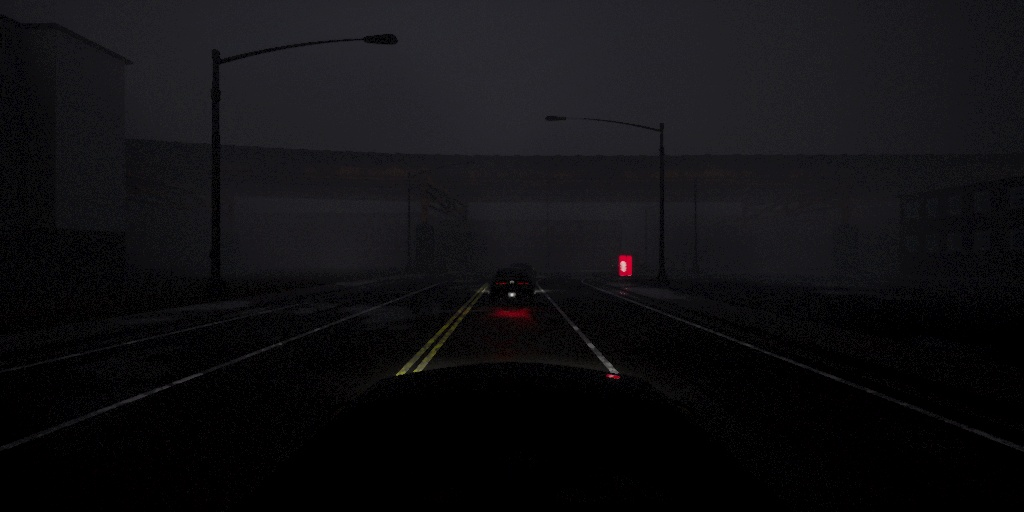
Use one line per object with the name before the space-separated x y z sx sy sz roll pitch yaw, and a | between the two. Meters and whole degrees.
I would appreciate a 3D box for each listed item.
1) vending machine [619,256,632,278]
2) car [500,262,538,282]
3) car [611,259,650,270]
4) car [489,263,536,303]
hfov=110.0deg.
vending machine | 11.023 0.944 34.791 1.100 2.100 0.880 0 0 42
car | 0.748 1.313 30.970 2.033 1.411 5.357 0 0 15
car | 16.402 1.405 50.407 4.718 1.301 1.895 0 0 -17
car | 0.000 1.266 16.500 1.837 1.490 4.892 0 0 0
